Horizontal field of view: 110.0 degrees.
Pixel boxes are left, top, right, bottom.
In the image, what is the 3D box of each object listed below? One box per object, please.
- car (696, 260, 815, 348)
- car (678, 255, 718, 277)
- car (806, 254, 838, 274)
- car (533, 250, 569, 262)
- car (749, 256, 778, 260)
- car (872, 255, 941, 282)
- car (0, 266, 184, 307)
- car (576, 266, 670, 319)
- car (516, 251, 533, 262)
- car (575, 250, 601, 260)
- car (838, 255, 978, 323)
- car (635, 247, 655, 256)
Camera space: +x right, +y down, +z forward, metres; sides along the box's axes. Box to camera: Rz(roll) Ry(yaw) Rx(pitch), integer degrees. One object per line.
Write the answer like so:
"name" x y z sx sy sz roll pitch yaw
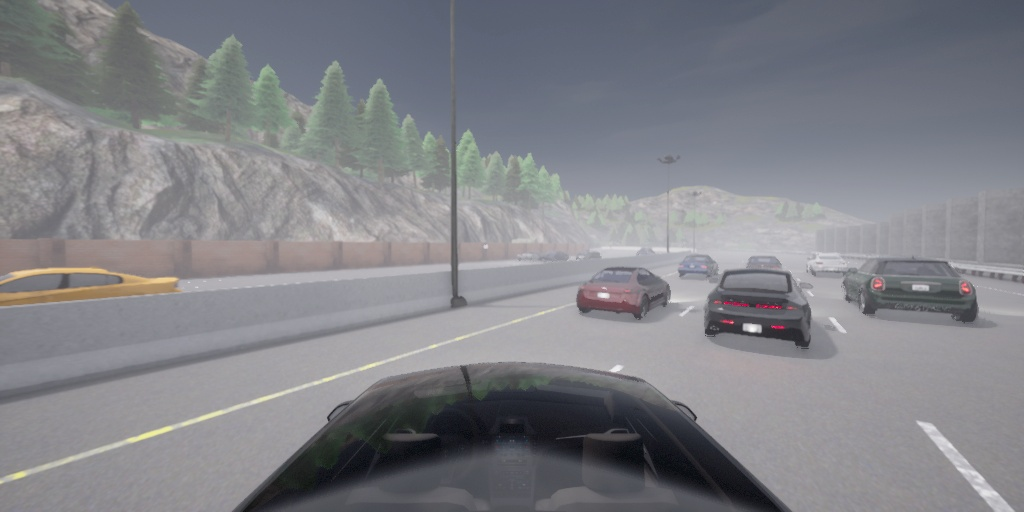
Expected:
"car" 5.970 1.037 8.762 1.837 1.490 4.892 1 3 36
"car" 12.401 0.620 23.801 2.033 1.411 5.357 1 2 36
"car" 21.514 0.560 24.548 1.812 1.442 4.674 1 2 35
"car" 5.151 0.024 44.244 2.033 1.411 5.357 1 2 34
"car" 15.249 0.675 21.767 2.033 1.411 5.357 1 2 36
"car" 24.064 0.667 22.082 1.994 1.385 4.181 1 2 35
"car" -11.352 1.039 8.695 1.882 1.535 5.008 1 2 34
"car" 3.710 1.013 11.609 1.994 1.385 4.181 1 2 36
"car" 2.565 0.011 46.657 1.895 1.301 4.718 1 2 34
"car" 9.461 -0.042 44.364 2.128 1.511 4.902 1 2 34
"car" 12.042 0.800 11.206 2.097 1.767 4.553 1 2 36
"car" 20.079 -0.487 54.025 2.097 1.767 4.553 1 2 33
